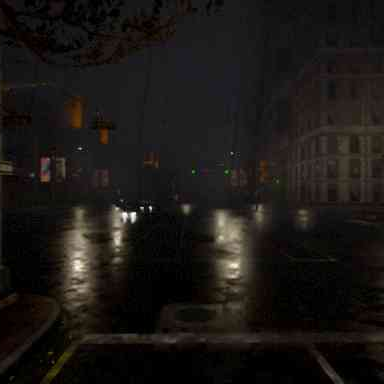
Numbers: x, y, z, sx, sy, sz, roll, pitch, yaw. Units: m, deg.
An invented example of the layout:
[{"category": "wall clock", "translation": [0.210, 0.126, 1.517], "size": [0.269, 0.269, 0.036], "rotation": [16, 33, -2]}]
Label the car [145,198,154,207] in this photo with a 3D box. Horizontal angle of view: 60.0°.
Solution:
[{"category": "car", "translation": [-8.004, 1.913, 60.326], "size": [1.812, 1.442, 4.674], "rotation": [0, -1, 0]}]

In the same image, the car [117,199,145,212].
[{"category": "car", "translation": [-7.996, 1.775, 44.074], "size": [2.128, 1.511, 4.902], "rotation": [0, 0, 0]}]

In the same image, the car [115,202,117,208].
[{"category": "car", "translation": [-11.546, 1.908, 56.238], "size": [2.033, 1.411, 5.357], "rotation": [0, 0, 1]}]
